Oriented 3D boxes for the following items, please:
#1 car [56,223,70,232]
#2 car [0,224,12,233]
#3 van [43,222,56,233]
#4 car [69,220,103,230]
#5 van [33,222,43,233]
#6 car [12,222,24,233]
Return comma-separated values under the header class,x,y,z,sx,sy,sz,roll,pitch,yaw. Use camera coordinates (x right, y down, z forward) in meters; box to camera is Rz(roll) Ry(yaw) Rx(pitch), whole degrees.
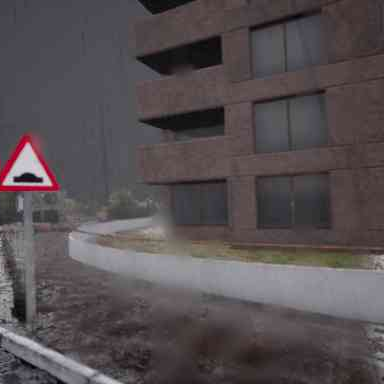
class,x,y,z,sx,sy,sz,roll,pitch,yaw
car,-27.338,7.151,65.052,4.892,1.521,2.231,-1,-6,6
car,-32.640,6.002,54.238,4.674,1.452,2.002,-1,-7,6
van,-28.553,6.627,62.373,4.442,1.987,1.878,-1,-7,6
car,-23.408,7.792,73.186,5.566,2.045,2.435,-1,-6,6
van,-29.876,6.330,59.665,4.442,1.987,1.878,-1,-7,6
car,-31.499,6.260,56.963,5.366,1.575,1.946,-1,-6,6
